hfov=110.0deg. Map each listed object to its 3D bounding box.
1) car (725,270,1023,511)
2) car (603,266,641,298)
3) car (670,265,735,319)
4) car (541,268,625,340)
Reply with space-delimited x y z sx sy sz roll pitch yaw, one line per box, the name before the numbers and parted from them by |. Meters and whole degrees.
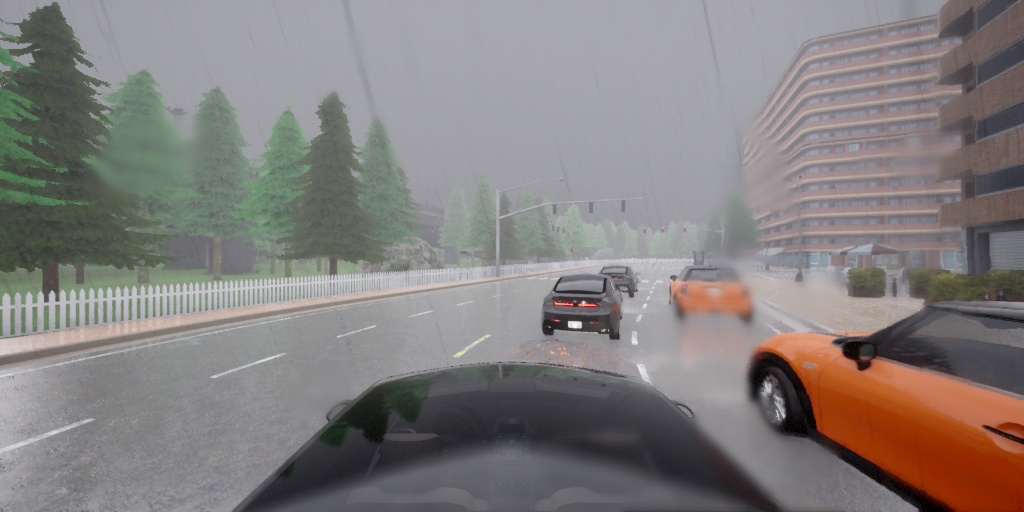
car | 3.881 1.102 2.549 2.097 1.767 4.553 0 0 2
car | 5.567 1.255 18.895 1.837 1.490 4.892 0 0 23
car | 6.767 1.101 12.598 2.097 1.767 4.553 0 0 21
car | 2.129 1.255 10.132 1.837 1.490 4.892 0 0 18
